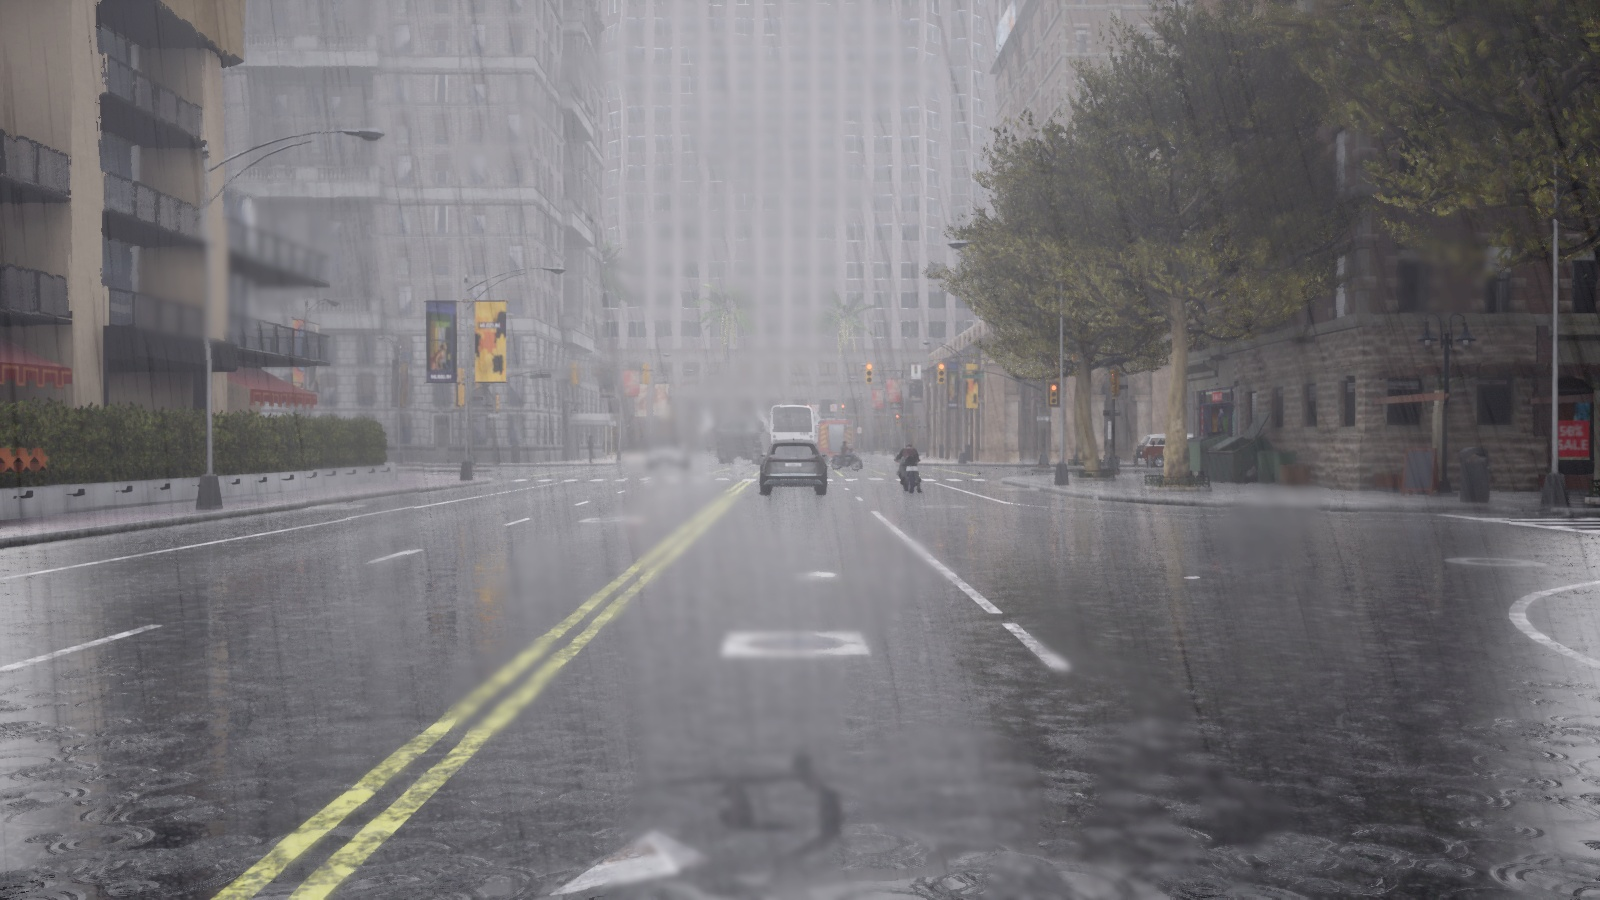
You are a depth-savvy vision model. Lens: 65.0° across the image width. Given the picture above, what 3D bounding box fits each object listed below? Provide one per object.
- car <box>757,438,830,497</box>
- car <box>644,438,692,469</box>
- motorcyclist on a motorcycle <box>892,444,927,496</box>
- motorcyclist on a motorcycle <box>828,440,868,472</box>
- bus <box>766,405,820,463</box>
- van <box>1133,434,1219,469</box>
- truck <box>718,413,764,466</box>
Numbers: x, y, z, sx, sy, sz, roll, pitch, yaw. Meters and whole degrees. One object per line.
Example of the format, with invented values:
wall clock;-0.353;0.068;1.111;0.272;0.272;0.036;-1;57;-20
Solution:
car;-0.196;0.465;37.376;2.033;1.649;4.856;0;0;0
car;-7.401;0.186;70.719;2.242;1.667;4.611;0;0;0
motorcyclist on a motorcycle;3.298;0.569;38.045;0.866;1.530;2.191;0;0;0
motorcyclist on a motorcycle;2.575;0.319;67.377;0.766;1.649;2.350;1;0;-40
bus;-0.563;-1.176;96.592;3.944;4.253;10.273;0;0;0
van;22.090;0.071;73.871;4.480;2.038;2.069;0;0;1
truck;-4.000;-0.730;86.962;2.891;3.462;7.936;0;0;0
